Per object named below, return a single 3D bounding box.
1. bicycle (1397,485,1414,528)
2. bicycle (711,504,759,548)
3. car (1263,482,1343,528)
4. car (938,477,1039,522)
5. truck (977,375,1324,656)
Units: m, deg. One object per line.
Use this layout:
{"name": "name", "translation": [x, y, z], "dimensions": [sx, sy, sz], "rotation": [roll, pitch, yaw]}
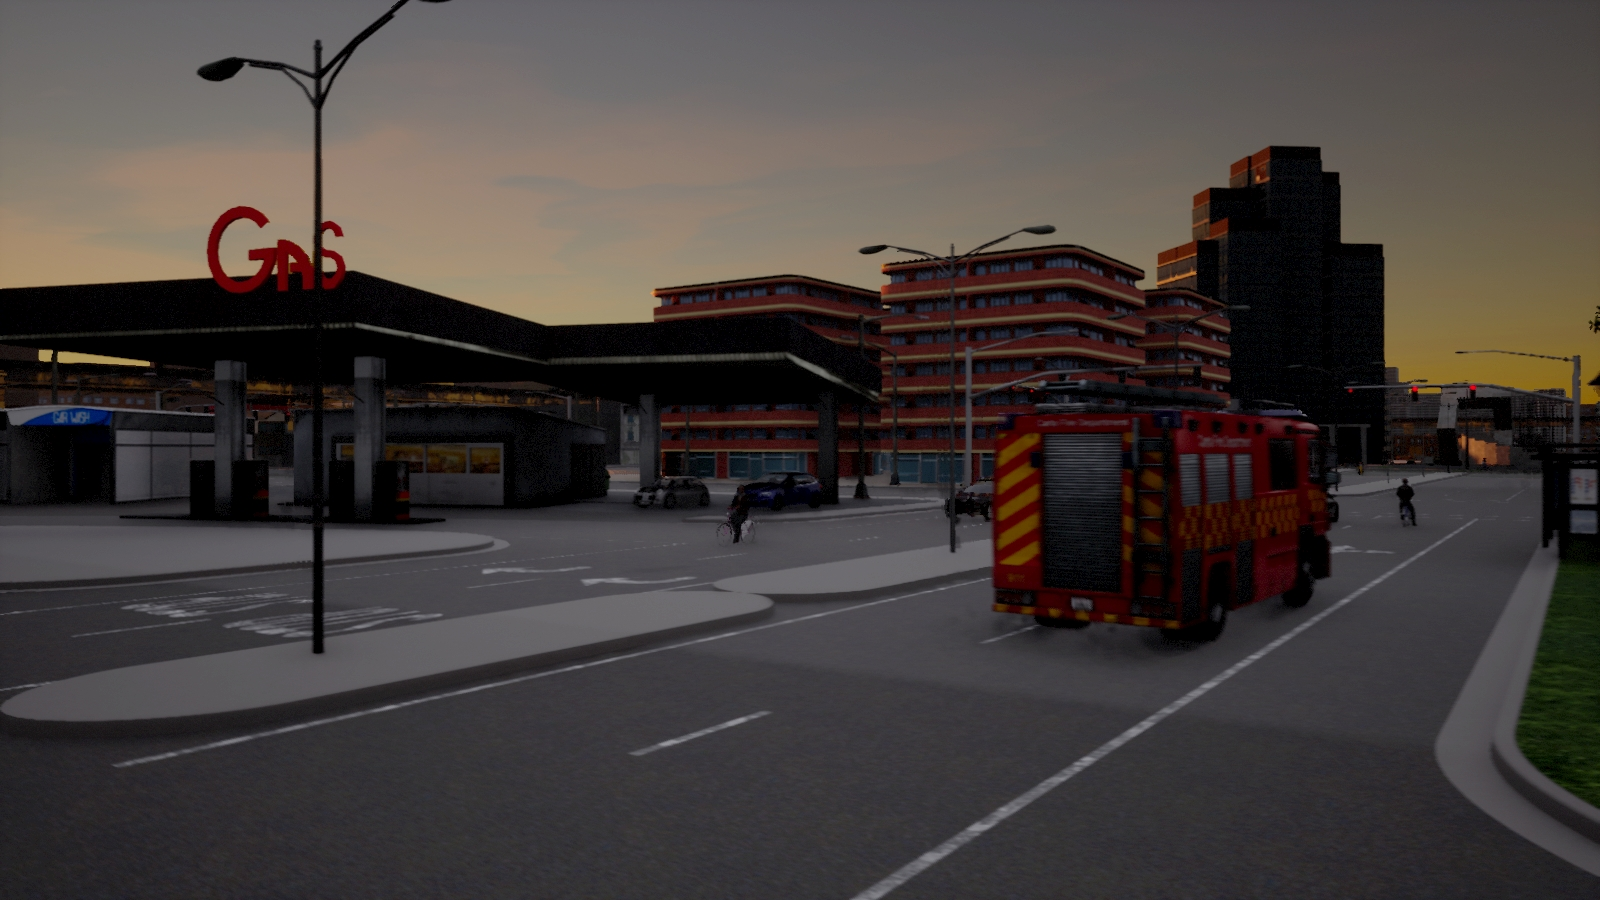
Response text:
{"name": "bicycle", "translation": [22.087, 2.048, 41.658], "dimensions": [0.329, 1.496, 1.835], "rotation": [0, 0, 35]}
{"name": "bicycle", "translation": [-1.884, 2.198, 33.338], "dimensions": [0.329, 1.196, 1.835], "rotation": [0, 0, 34]}
{"name": "car", "translation": [19.191, 2.040, 43.497], "dimensions": [2.007, 1.525, 4.514], "rotation": [0, 0, 34]}
{"name": "car", "translation": [7.869, 1.982, 47.199], "dimensions": [2.097, 1.638, 5.238], "rotation": [0, 0, 35]}
{"name": "truck", "translation": [6.436, 0.890, 19.766], "dimensions": [2.891, 3.827, 8.468], "rotation": [0, 0, 38]}
